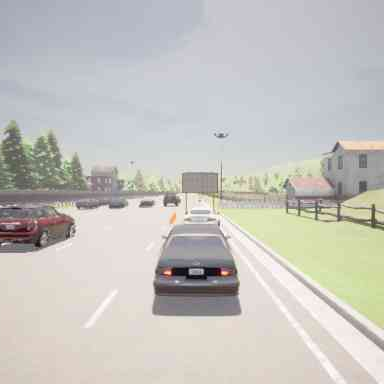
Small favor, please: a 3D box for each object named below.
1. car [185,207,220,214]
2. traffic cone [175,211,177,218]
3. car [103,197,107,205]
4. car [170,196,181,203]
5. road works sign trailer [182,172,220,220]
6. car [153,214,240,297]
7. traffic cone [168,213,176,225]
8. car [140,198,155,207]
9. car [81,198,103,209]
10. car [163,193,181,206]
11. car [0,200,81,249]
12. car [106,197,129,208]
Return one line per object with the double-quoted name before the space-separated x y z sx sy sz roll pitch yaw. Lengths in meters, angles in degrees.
"car" 0.563 1.538 18.434 1.812 1.442 4.674 0 -1 5
"traffic cone" -1.456 1.955 25.127 0.340 0.580 0.340 0 0 0
"car" -13.832 1.564 54.390 1.994 1.385 4.181 0 0 0
"car" -3.315 1.564 68.522 1.994 1.385 4.181 0 0 0
"road works sign trailer" 0.514 0.464 22.048 2.380 3.560 2.880 0 0 -4
"car" 0.108 1.547 8.770 2.033 1.411 5.357 0 0 1
"traffic cone" -1.459 1.955 23.127 0.340 0.580 0.340 0 0 0
"car" -6.835 1.601 51.458 1.895 1.301 4.718 0 0 0
"car" -13.825 1.547 44.175 2.033 1.411 5.357 0 0 -1
"car" -3.334 1.221 53.307 2.150 2.045 5.566 0 0 0
"car" -6.881 1.351 14.785 2.097 1.767 4.553 0 0 0
"car" -10.341 1.564 47.275 1.994 1.385 4.181 0 0 0
